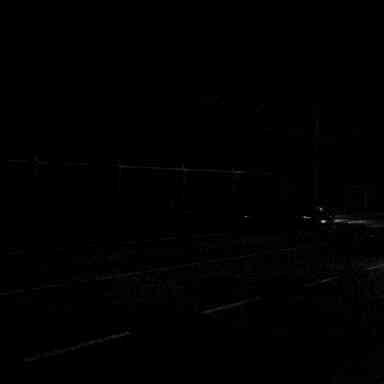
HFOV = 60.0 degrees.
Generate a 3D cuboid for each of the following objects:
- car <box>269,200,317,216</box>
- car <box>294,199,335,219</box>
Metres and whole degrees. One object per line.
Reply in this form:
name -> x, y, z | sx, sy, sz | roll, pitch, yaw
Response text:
car -> 10.456, 1.588, 34.833 | 1.812, 1.442, 4.674 | 0, 0, -36
car -> 10.118, 1.414, 29.148 | 2.097, 1.767, 4.553 | 0, 0, -34
